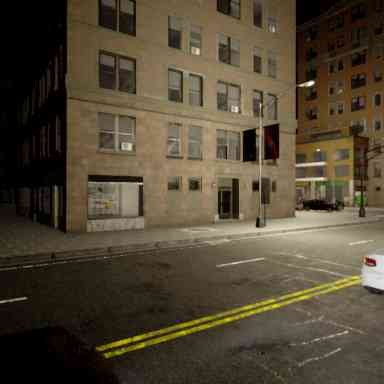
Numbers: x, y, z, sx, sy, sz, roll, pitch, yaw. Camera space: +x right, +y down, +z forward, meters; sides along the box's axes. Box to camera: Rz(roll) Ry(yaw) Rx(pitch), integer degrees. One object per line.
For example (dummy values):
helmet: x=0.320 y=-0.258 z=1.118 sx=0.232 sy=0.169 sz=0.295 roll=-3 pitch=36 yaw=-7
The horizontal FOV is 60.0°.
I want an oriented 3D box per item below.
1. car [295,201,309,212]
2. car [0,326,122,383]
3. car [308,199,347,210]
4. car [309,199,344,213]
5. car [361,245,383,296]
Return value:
car: x=10.828 y=1.420 z=38.350 sx=1.967 sy=1.590 sz=4.097 roll=0 pitch=0 yaw=-35
car: x=-2.592 y=1.601 z=1.599 sx=4.718 sy=1.301 sz=1.895 roll=0 pitch=0 yaw=-35
car: x=17.405 y=1.576 z=42.947 sx=1.947 sy=1.339 sz=4.313 roll=0 pitch=0 yaw=-35
car: x=14.564 y=1.516 z=37.434 sx=1.812 sy=1.442 sz=4.674 roll=0 pitch=0 yaw=-35
car: x=5.566 y=1.526 z=7.373 sx=4.674 sy=1.442 sz=1.812 roll=0 pitch=0 yaw=-35
